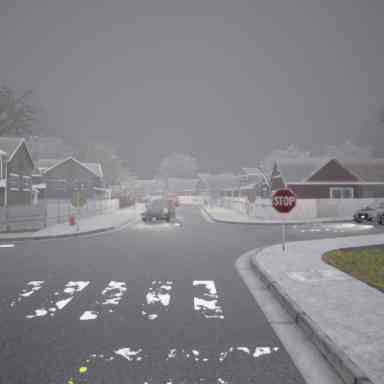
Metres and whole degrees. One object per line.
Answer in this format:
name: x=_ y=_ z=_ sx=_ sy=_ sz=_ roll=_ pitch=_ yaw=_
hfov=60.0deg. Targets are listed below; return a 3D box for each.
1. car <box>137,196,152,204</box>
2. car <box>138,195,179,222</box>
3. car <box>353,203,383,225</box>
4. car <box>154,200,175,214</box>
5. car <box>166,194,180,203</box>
car: x=-10.123 y=1.665 z=70.994 sx=1.882 sy=1.535 sz=5.008 roll=0 pitch=-1 yaw=-24
car: x=-2.574 y=1.376 z=26.420 sx=2.097 sy=1.767 sz=4.553 roll=0 pitch=0 yaw=5
car: x=13.020 y=1.435 z=22.678 sx=4.181 sy=1.385 sz=1.994 roll=-1 pitch=0 yaw=-25
car: x=-3.009 y=1.642 z=36.994 sx=1.895 sy=1.301 sz=4.718 roll=0 pitch=0 yaw=0
car: x=-3.250 y=1.305 z=53.097 sx=2.150 sy=2.045 sz=5.566 roll=0 pitch=0 yaw=-7
